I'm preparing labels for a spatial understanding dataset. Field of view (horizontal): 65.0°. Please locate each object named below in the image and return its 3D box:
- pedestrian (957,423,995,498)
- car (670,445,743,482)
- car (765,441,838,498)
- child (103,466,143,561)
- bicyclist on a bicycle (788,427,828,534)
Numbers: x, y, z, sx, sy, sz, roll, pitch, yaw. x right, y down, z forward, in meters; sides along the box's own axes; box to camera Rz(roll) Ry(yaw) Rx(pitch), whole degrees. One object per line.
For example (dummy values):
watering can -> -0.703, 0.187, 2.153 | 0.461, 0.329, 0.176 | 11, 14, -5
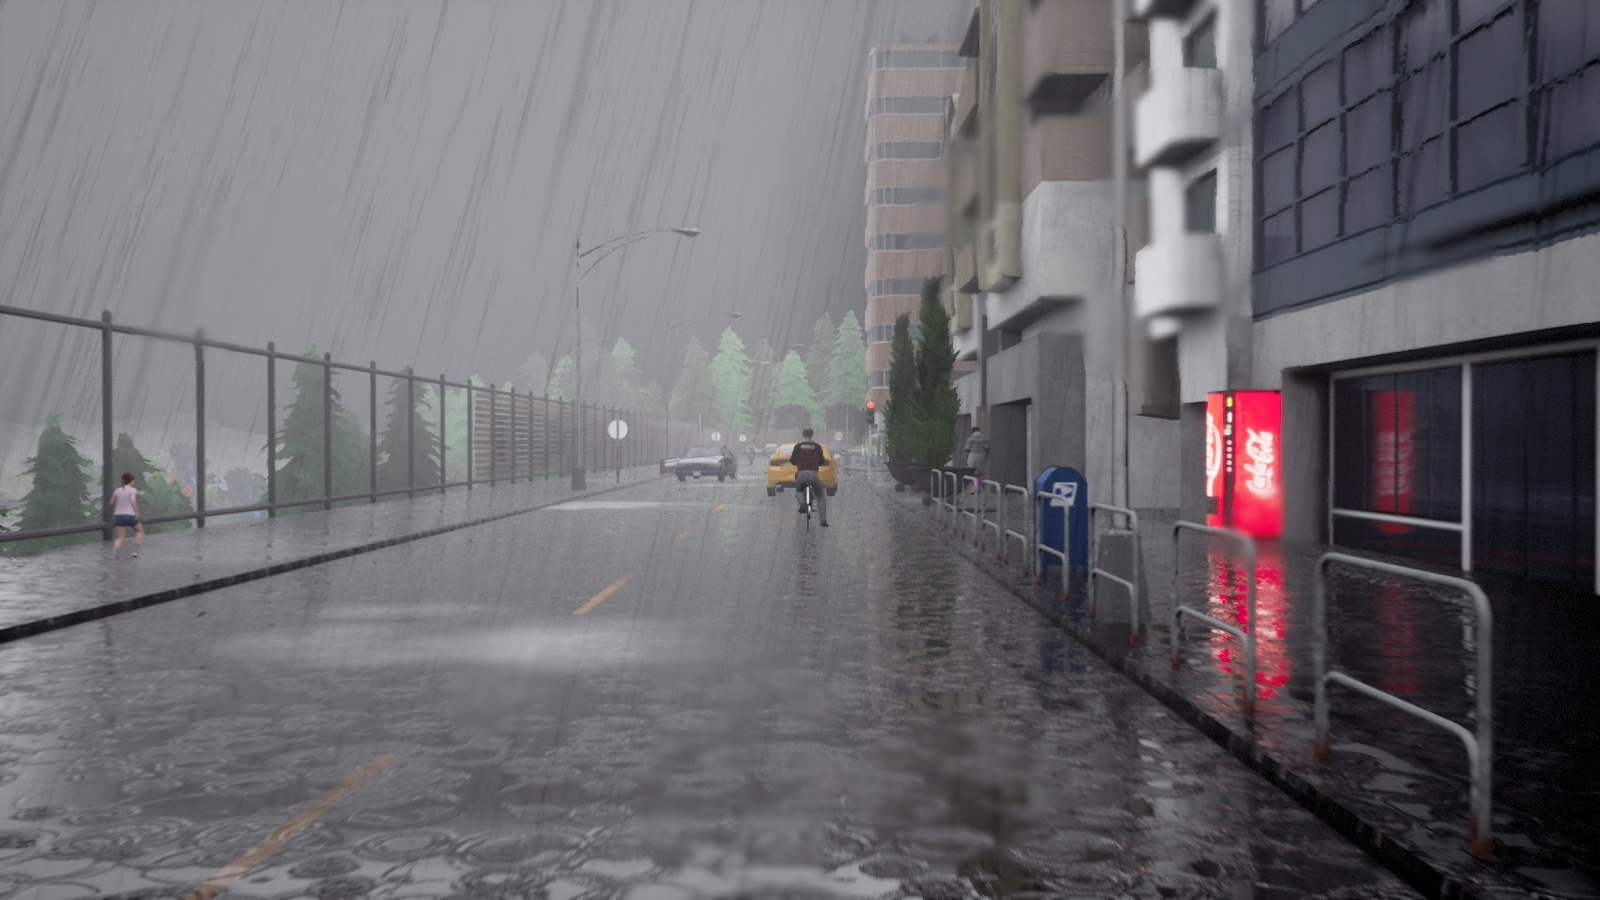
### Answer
pedestrian -> 4.675, 0.271, 33.406 | 0.659, 1.952, 0.873 | 0, 0, -18
car -> -3.677, 0.507, 50.364 | 2.033, 1.411, 5.357 | 0, 0, 6
car -> 0.114, 0.519, 36.469 | 1.882, 1.535, 5.008 | 0, 0, 3
child -> -8.070, 0.746, 14.968 | 0.255, 1.110, 0.394 | 0, 0, 1
bicyclist on a bicycle -> 0.136, 0.495, 21.695 | 0.659, 1.776, 1.843 | 0, 1, 0
